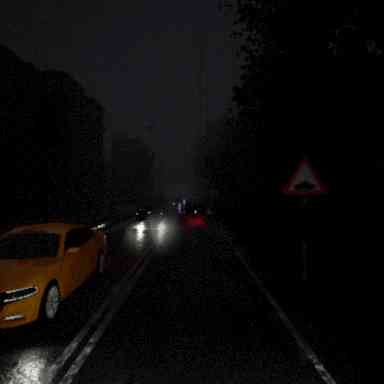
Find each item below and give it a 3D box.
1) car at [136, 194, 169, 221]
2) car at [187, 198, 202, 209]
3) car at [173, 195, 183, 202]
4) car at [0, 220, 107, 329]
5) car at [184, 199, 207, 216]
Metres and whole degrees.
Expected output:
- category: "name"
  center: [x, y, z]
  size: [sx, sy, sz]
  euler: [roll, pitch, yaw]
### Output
- category: "car"
  center: [-3.132, 1.193, 27.390]
  size: [2.150, 2.045, 5.566]
  euler: [0, 0, 1]
- category: "car"
  center: [0.329, 1.515, 44.303]
  size: [1.895, 1.301, 4.718]
  euler: [0, 0, 1]
- category: "car"
  center: [-2.875, 1.271, 68.869]
  size: [1.882, 1.535, 5.008]
  euler: [0, 0, 0]
- category: "car"
  center: [-3.318, 1.472, 7.365]
  size: [1.882, 1.535, 5.008]
  euler: [0, 1, 0]
- category: "car"
  center: [0.312, 1.466, 31.598]
  size: [1.837, 1.490, 4.892]
  euler: [0, 0, 0]
